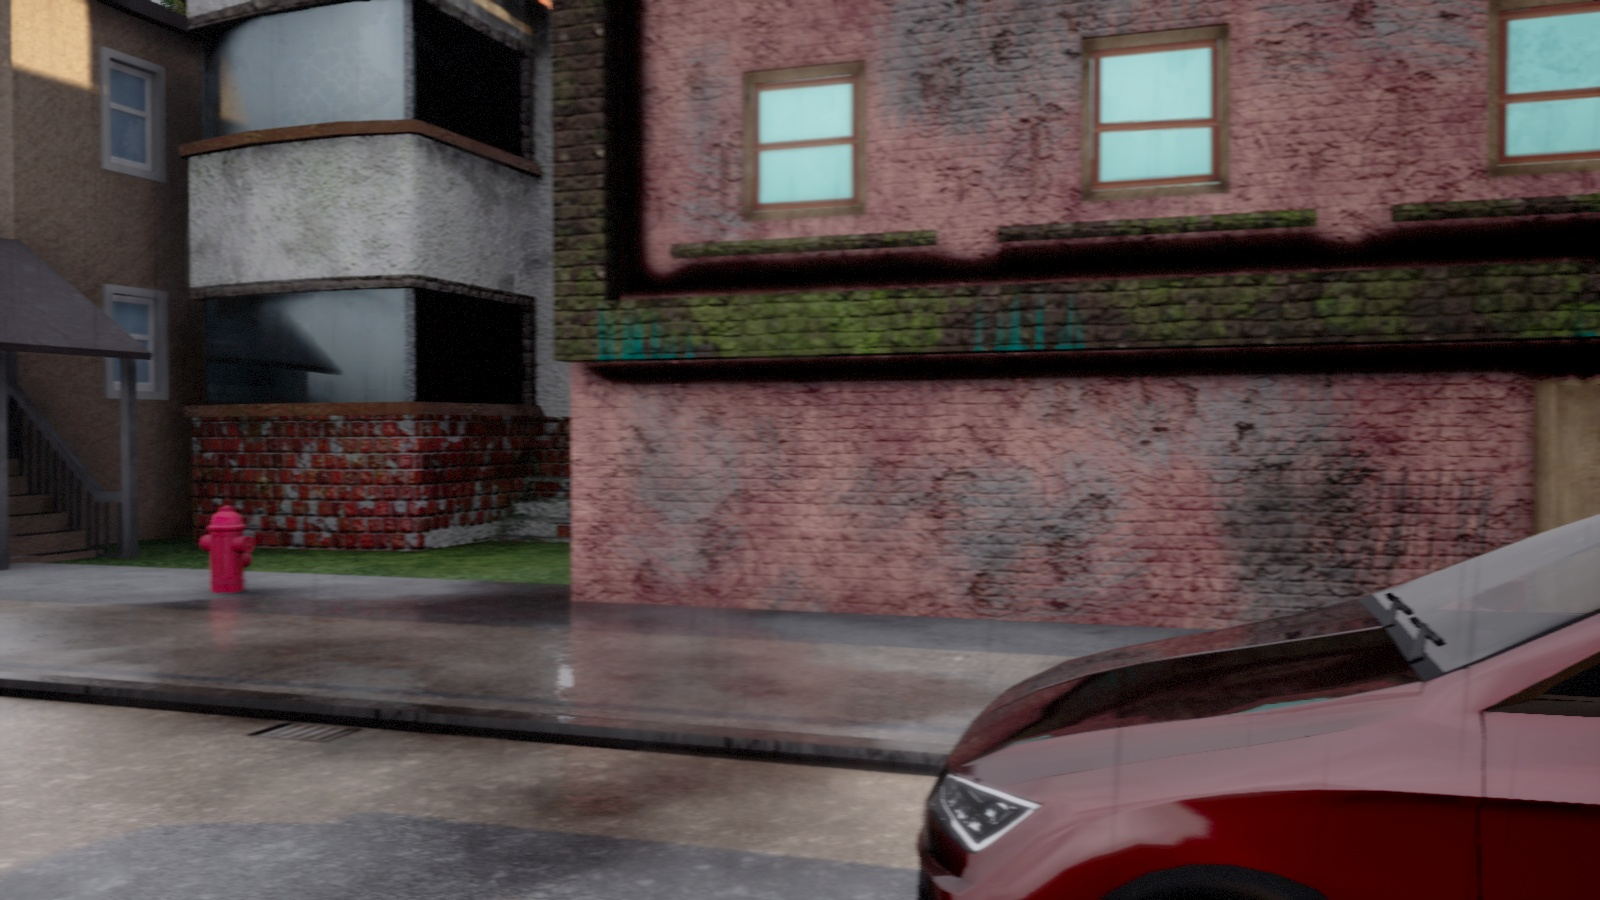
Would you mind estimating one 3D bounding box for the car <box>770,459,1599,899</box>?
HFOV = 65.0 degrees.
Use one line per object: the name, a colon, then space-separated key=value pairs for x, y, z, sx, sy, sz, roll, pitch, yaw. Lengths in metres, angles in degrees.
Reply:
car: x=2.211 y=0.801 z=2.976 sx=4.193 sy=1.474 sz=1.816 roll=1 pitch=1 yaw=19
